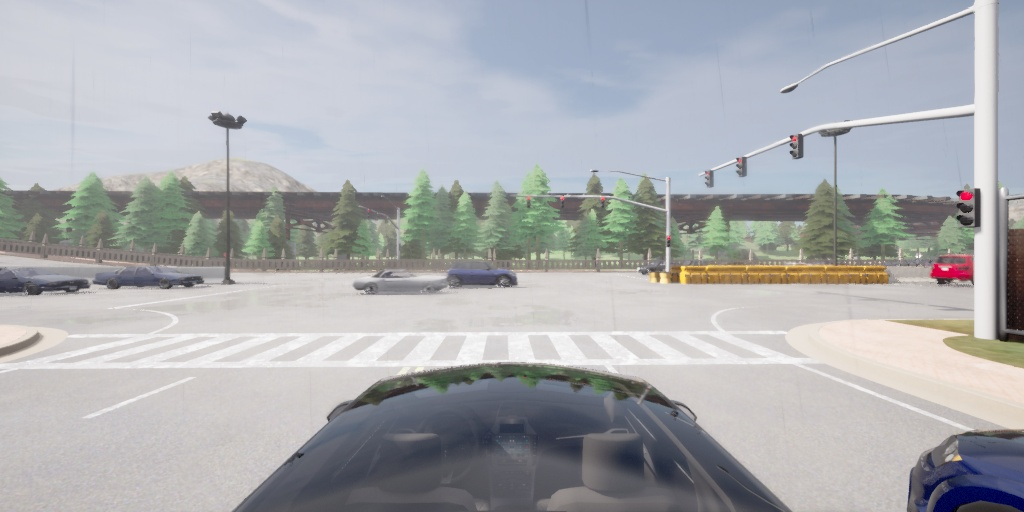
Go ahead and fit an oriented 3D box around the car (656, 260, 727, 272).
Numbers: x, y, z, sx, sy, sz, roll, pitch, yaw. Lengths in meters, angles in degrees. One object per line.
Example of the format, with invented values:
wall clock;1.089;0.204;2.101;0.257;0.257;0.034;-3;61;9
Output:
car;15.184;1.102;30.445;4.553;1.767;2.097;0;0;-2

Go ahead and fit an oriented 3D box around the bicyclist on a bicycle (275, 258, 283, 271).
bicyclist on a bicycle;-28.452;1.041;43.882;0.582;1.620;1.656;0;0;-2

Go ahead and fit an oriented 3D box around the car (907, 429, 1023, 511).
car;3.600;1.314;0.576;1.994;1.385;4.181;0;0;0

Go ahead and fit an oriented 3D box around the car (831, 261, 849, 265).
car;30.016;1.241;34.404;4.902;1.511;2.128;0;0;-2

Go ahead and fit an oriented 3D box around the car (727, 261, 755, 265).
car;20.519;1.255;34.112;4.892;1.490;1.837;0;0;-2

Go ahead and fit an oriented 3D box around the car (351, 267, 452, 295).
car;-5.819;1.351;19.087;4.718;1.301;1.895;0;0;-2

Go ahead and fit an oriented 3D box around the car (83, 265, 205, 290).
car;-22.284;1.291;22.077;5.357;1.411;2.033;0;0;-2

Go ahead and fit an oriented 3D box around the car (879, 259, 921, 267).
car;33.219;1.255;31.001;4.892;1.490;1.837;0;0;-2

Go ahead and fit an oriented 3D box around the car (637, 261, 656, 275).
car;15.576;1.241;37.460;4.902;1.511;2.128;0;0;-2

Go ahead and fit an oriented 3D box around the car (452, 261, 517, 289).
car;-1.934;1.102;22.708;4.553;1.767;2.097;0;0;-2

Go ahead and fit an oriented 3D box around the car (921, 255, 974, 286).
car;31.230;0.969;23.740;5.566;2.045;2.150;0;0;-2

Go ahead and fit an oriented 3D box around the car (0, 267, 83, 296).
car;-25.373;1.289;18.481;5.357;1.411;2.033;0;0;-2

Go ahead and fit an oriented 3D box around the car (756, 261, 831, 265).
car;24.013;1.276;30.701;4.674;1.442;1.812;0;0;-2
